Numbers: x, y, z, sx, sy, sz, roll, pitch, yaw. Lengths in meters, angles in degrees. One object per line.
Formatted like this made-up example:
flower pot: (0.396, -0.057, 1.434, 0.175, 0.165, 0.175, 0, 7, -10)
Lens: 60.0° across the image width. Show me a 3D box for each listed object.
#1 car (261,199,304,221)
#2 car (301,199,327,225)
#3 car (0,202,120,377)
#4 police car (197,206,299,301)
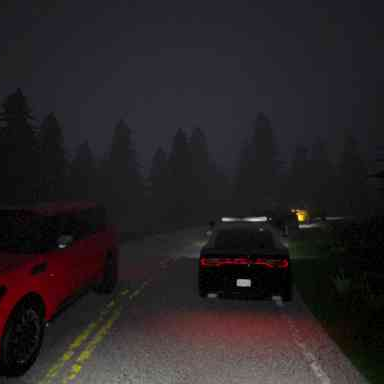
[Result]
car: (4.229, 1.387, 17.107, 1.837, 1.490, 4.892, -2, 0, 27)
car: (7.335, 1.240, 21.911, 1.801, 1.575, 5.366, -4, -2, 38)
car: (-2.986, 1.240, 6.001, 2.150, 2.045, 5.566, -1, 0, 4)
police car: (1.348, 1.400, 8.490, 1.930, 1.638, 5.238, -1, 0, 10)
